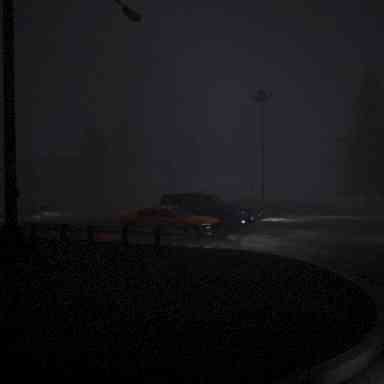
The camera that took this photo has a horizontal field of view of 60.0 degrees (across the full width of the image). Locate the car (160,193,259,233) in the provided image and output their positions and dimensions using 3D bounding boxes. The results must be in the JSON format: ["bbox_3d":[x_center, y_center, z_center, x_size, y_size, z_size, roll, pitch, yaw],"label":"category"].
[{"bbox_3d":[0.637,1.085,18.746,5.566,2.045,2.150,-1,0,23],"label":"car"}]

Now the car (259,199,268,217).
[{"bbox_3d":[3.286,1.351,25.230,4.181,1.385,1.994,-1,0,23],"label":"car"}]

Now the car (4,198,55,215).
[{"bbox_3d":[-16.822,1.430,33.809,5.008,1.535,1.882,0,0,23],"label":"car"}]

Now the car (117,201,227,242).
[{"bbox_3d":[-1.131,1.381,15.698,5.008,1.535,1.882,0,1,23],"label":"car"}]

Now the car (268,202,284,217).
[{"bbox_3d":[5.247,1.236,28.198,4.902,1.511,2.128,-1,0,23],"label":"car"}]
